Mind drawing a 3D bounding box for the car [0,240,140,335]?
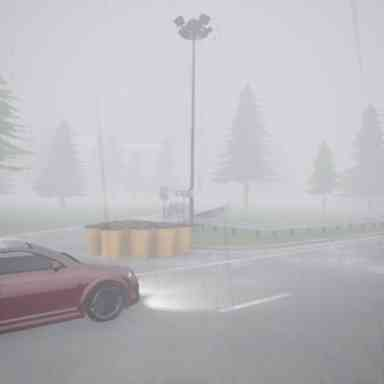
[{"bbox_3d":[-3.054,1.575,5.867,4.181,1.385,1.994,1,-1,-36],"label":"car"}]

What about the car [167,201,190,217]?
[{"bbox_3d":[-1.233,1.767,34.933,1.837,1.490,4.892,1,0,13],"label":"car"}]
